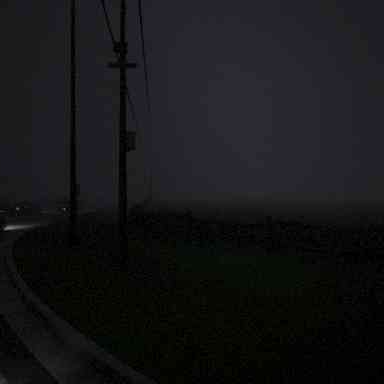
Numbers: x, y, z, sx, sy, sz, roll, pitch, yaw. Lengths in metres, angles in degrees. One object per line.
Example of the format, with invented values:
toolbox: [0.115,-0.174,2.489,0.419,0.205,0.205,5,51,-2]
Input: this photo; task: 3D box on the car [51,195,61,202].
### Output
car: [-23.007,1.524,59.202,1.812,1.442,4.674,0,0,-6]

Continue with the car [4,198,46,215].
car: [-16.851,1.562,33.789,1.994,1.385,4.181,0,0,-6]

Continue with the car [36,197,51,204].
car: [-26.581,1.524,58.770,1.812,1.442,4.674,0,0,-6]

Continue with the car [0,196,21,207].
car: [-29.406,1.491,53.053,2.128,1.511,4.902,0,0,-6]

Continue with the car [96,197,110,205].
car: [-16.095,1.546,60.431,2.033,1.411,5.357,0,0,-6]

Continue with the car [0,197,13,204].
car: [-20.459,1.502,34.649,1.837,1.490,4.892,0,0,-6]

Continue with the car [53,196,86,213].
car: [-13.718,1.505,37.504,1.837,1.490,4.892,0,0,-6]

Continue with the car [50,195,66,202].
car: [-27.604,1.383,68.625,1.994,1.385,4.181,0,0,-6]

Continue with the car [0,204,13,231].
car: [-11.663,1.564,17.715,1.994,1.385,4.181,0,0,-6]

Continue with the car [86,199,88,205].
car: [-19.304,1.546,57.434,2.033,1.411,5.357,0,0,-6]
